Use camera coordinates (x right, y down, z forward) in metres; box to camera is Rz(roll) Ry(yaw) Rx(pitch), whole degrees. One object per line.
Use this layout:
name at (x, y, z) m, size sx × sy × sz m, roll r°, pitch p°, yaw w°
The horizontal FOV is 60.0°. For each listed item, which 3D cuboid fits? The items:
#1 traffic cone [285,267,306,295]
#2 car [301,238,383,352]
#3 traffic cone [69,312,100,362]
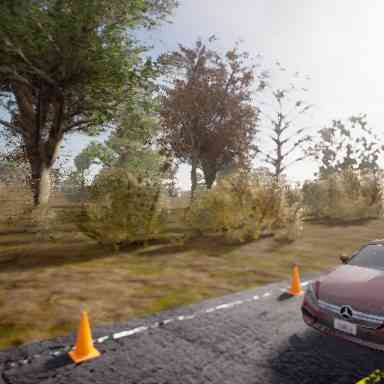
traffic cone at (2.389, 2.017, 7.642) m, size 0.340 × 0.580 × 0.340 m, roll 1°, pitch 0°, yaw -39°
car at (3.891, 1.588, 5.985) m, size 4.674 × 1.442 × 1.812 m, roll 1°, pitch 0°, yaw -39°
traffic cone at (-1.500, 1.974, 4.645) m, size 0.340 × 0.580 × 0.340 m, roll 1°, pitch 0°, yaw -37°
